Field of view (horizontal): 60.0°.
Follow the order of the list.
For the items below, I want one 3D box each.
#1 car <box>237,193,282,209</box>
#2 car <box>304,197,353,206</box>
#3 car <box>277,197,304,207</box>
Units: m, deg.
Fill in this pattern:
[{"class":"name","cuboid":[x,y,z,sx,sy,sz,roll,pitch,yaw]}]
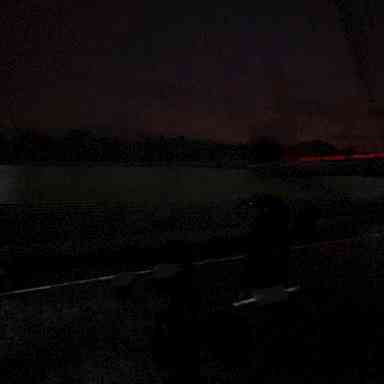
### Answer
[{"class":"car","cuboid":[7.276,1.133,34.968,5.566,2.045,2.150,0,0,-35]},{"class":"car","cuboid":[12.737,1.256,30.264,4.553,1.767,2.097,0,0,-35]},{"class":"car","cuboid":[10.918,1.467,33.265,4.181,1.385,1.994,0,0,-35]}]
